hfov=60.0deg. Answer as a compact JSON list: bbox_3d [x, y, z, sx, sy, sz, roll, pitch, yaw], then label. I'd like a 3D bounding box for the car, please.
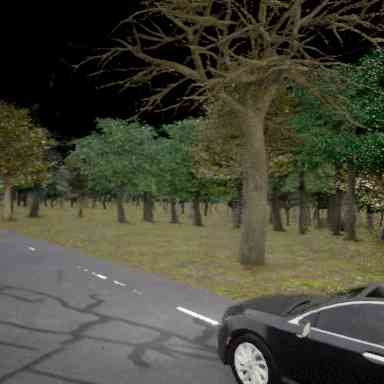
[{"bbox_3d":[2.336,1.724,3.466,1.837,1.490,4.892,3,-3,-40],"label":"car"}]
